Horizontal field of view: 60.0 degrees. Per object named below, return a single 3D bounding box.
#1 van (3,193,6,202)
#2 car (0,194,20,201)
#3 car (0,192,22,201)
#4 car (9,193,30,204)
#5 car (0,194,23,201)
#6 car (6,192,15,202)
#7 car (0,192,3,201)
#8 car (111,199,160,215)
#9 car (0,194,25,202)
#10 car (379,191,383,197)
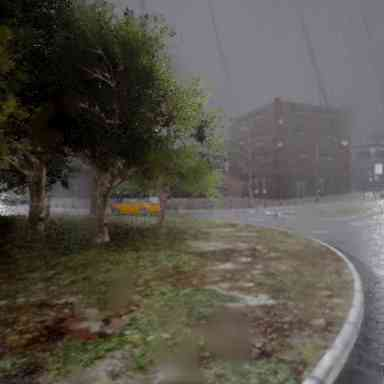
[{"bbox_3d":[-35.852,1.203,68.620,4.442,1.987,1.878,0,1,-37],"label":"van"},{"bbox_3d":[-45.611,1.257,81.995,5.366,1.575,1.946,0,1,-37],"label":"car"},{"bbox_3d":[-44.056,1.038,79.682,5.566,2.045,2.435,0,1,-37],"label":"car"},{"bbox_3d":[-30.743,1.503,62.026,4.792,1.488,2.163,0,0,-37],"label":"car"},{"bbox_3d":[-42.396,1.320,77.458,4.892,1.521,2.231,0,1,-37],"label":"car"},{"bbox_3d":[-33.978,1.322,66.393,4.553,1.767,2.185,0,1,-37],"label":"car"},{"bbox_3d":[-39.019,1.251,73.042,4.553,1.767,2.185,0,1,-37],"label":"car"},{"bbox_3d":[-5.639,1.503,33.017,5.008,1.535,1.882,0,0,20],"label":"car"},{"bbox_3d":[-40.802,1.346,75.335,5.008,1.535,2.097,0,1,-37],"label":"car"},{"bbox_3d":[29.639,-0.053,48.667,5.366,1.575,1.946,-4,2,-26],"label":"car"}]
